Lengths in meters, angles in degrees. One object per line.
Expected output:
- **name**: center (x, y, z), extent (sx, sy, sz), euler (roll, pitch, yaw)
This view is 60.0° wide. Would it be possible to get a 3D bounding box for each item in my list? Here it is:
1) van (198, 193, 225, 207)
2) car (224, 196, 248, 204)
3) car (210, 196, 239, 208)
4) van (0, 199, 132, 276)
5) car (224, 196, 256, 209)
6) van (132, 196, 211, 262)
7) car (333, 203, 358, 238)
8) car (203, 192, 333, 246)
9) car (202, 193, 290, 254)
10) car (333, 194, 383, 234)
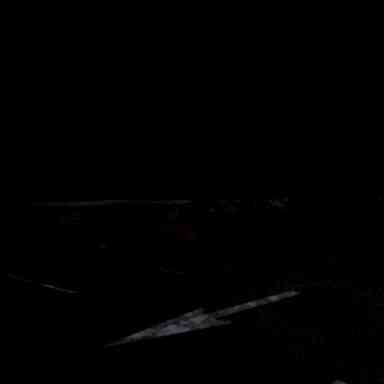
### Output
- **van**: center (2.896, 1.122, 49.146), extent (1.878, 1.987, 4.442), euler (0, 1, 36)
- **car**: center (7.741, 1.395, 58.995), extent (1.994, 1.385, 4.181), euler (0, 0, -34)
- **car**: center (4.641, 1.385, 46.756), extent (2.002, 1.452, 4.674), euler (-1, 1, 36)
- **van**: center (-4.207, 1.251, 10.219), extent (4.442, 1.987, 1.878), euler (-1, 0, 34)
- **car**: center (6.439, 1.339, 44.421), extent (1.946, 1.575, 5.366), euler (-1, 1, 36)
- **van**: center (-1.798, 1.237, 11.937), extent (4.442, 1.987, 1.878), euler (-1, 0, 35)
- **car**: center (5.558, 1.449, 17.029), extent (4.792, 1.488, 2.163), euler (-1, -1, 34)
- **car**: center (3.144, 1.182, 15.301), extent (5.566, 2.045, 2.435), euler (-1, -1, 34)
- **car**: center (0.735, 1.196, 13.583), extent (5.566, 2.045, 2.435), euler (-1, -1, 34)
- **car**: center (7.907, 1.155, 18.756), extent (5.566, 2.045, 2.435), euler (-1, 0, 35)
